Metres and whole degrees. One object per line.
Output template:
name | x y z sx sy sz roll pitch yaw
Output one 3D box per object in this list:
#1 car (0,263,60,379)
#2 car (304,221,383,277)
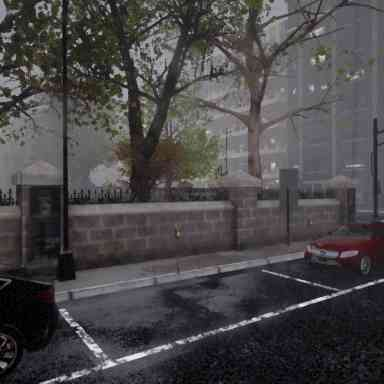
car | -3.830 1.566 3.858 4.313 1.339 1.947 0 0 -35
car | 5.243 1.581 10.201 4.206 1.307 1.802 0 0 -35
